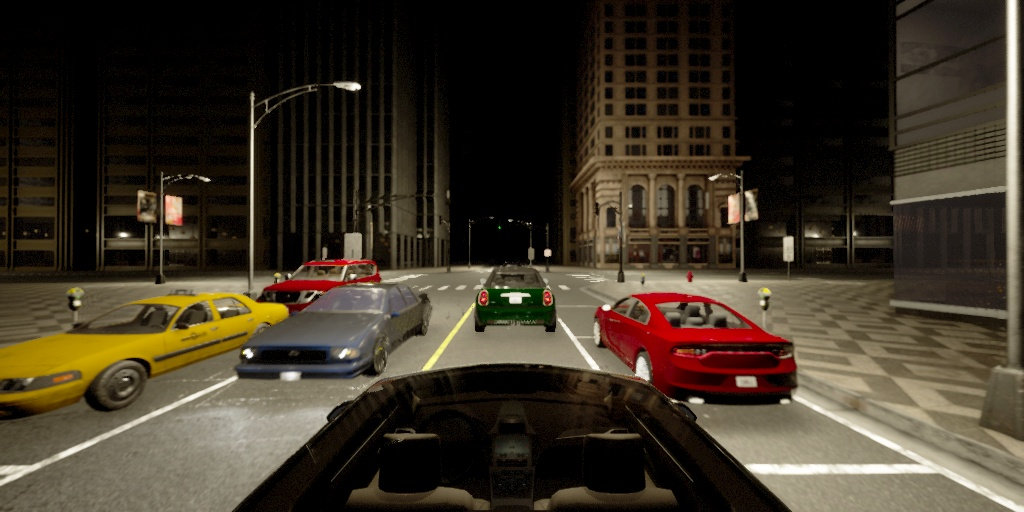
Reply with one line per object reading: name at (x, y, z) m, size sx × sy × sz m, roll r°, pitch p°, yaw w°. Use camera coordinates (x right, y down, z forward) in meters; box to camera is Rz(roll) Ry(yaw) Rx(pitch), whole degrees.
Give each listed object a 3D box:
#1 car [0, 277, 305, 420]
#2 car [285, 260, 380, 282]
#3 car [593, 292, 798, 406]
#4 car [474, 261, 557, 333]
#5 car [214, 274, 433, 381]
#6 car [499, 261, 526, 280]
car at (-5.867, 1.271, 6.117) m, size 1.751 × 1.417 × 4.829 m, roll 0°, pitch 0°, yaw 0°
car at (-5.883, 1.058, 11.746) m, size 2.192 × 1.841 × 5.009 m, roll 0°, pitch 0°, yaw 0°
car at (2.658, 1.291, 6.309) m, size 1.888 × 1.381 × 4.507 m, roll 0°, pitch 0°, yaw 0°
car at (0.076, 1.095, 10.871) m, size 2.097 × 1.767 × 4.553 m, roll 0°, pitch 0°, yaw 0°
car at (-3.076, 1.293, 7.663) m, size 2.033 × 1.411 × 5.357 m, roll 0°, pitch 0°, yaw 0°
car at (0.039, 1.199, 31.102) m, size 2.128 × 1.511 × 4.902 m, roll 0°, pitch 0°, yaw 0°
